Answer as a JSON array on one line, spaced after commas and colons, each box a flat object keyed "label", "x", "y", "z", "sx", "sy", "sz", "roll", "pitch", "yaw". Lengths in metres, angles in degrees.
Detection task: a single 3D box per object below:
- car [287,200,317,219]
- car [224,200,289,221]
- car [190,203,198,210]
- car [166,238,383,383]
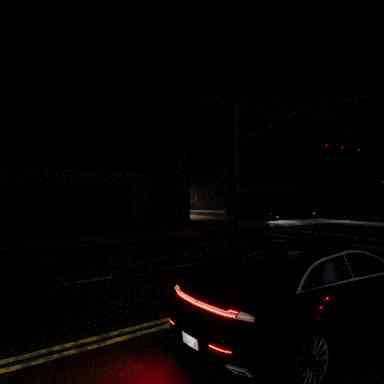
[{"label": "car", "x": 8.504, "y": 1.491, "z": 29.199, "sx": 2.128, "sy": 1.511, "sz": 4.902, "roll": 0, "pitch": 0, "yaw": -38}, {"label": "car", "x": 5.041, "y": 1.547, "z": 27.911, "sx": 2.033, "sy": 1.411, "sz": 5.357, "roll": 0, "pitch": 0, "yaw": -37}, {"label": "car", "x": -1.344, "y": 1.601, "z": 42.313, "sx": 1.895, "sy": 1.301, "sz": 4.718, "roll": 0, "pitch": 0, "yaw": -37}, {"label": "car", "x": 1.954, "y": 1.492, "z": 5.223, "sx": 4.902, "sy": 1.511, "sz": 2.128, "roll": 0, "pitch": 0, "yaw": -35}]
